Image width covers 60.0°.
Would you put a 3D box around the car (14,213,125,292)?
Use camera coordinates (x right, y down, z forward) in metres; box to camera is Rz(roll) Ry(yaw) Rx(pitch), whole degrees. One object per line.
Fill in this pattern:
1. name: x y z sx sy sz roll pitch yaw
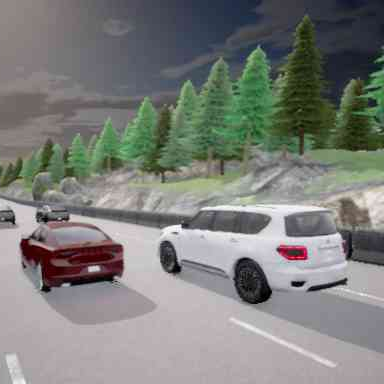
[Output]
1. car: -3.593 1.589 9.464 1.882 1.535 5.008 1 -1 -35

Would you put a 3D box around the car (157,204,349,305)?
1. car: 1.167 1.335 8.737 2.150 2.045 5.566 1 -1 -35

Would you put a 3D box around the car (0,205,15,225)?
1. car: -15.048 1.785 26.043 2.128 1.511 4.902 1 -1 -35

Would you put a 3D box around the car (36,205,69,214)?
1. car: -11.183 1.800 26.606 2.128 1.511 4.902 1 -1 -35
